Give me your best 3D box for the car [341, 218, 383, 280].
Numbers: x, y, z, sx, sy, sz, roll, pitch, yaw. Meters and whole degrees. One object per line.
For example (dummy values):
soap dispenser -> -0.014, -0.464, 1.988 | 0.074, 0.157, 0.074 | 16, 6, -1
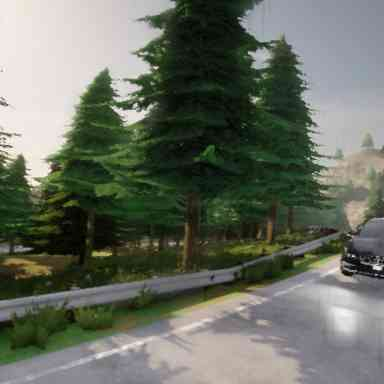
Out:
car -> 5.746, 1.531, 9.476 | 1.837, 1.490, 4.892 | 2, 0, 39

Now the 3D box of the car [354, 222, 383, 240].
car -> 17.479, 3.831, 32.283 | 1.812, 1.442, 4.674 | 3, -8, 8
